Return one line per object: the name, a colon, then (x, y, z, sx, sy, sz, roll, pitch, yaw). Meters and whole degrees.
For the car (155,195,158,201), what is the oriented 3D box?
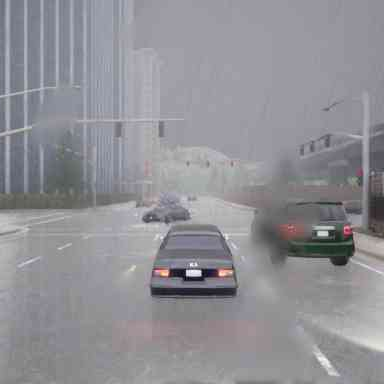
car: (-7.061, 1.352, 58.115, 2.097, 1.767, 4.553, 0, 0, 0)

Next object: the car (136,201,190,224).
car: (-1.842, 1.588, 24.474, 1.994, 1.385, 4.181, 0, 0, 29)

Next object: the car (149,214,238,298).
car: (0.057, 1.547, 8.664, 2.033, 1.411, 5.357, 0, 0, 1)

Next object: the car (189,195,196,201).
car: (0.027, 1.500, 88.927, 1.837, 1.490, 4.892, 0, 0, 0)

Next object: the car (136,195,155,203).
car: (-7.077, 1.504, 48.923, 1.837, 1.490, 4.892, 0, 0, 0)

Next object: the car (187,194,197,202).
car: (0.024, 1.355, 78.682, 2.097, 1.767, 4.553, 0, 0, 0)

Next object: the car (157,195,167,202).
car: (-6.976, 1.516, 78.290, 1.812, 1.442, 4.674, 0, 0, 0)

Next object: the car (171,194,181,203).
car: (-3.478, 1.355, 72.579, 2.097, 1.767, 4.553, 0, 0, 0)

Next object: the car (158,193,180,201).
car: (-3.572, 1.221, 52.851, 2.150, 2.045, 5.566, 0, 0, 0)

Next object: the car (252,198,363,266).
car: (3.575, 1.221, 11.697, 2.150, 2.045, 5.566, 0, 0, 1)

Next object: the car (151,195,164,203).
car: (-6.992, 1.491, 68.052, 2.128, 1.511, 4.902, 0, 0, 0)
